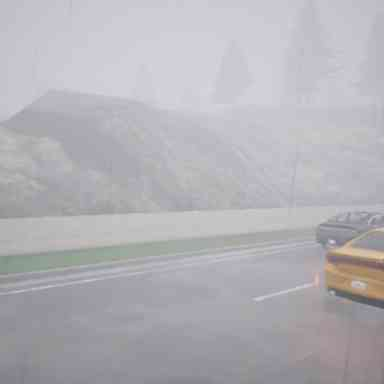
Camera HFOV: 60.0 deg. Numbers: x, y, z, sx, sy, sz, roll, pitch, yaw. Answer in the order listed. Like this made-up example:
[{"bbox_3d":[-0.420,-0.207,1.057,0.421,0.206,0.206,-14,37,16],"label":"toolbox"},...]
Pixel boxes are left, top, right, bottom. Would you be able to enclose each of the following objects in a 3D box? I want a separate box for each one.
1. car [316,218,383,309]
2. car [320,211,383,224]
[{"bbox_3d":[4.968,1.488,7.313,5.008,1.535,1.882,0,0,-35],"label":"car"},{"bbox_3d":[6.843,1.508,12.882,4.902,1.511,2.128,0,0,-34],"label":"car"}]
